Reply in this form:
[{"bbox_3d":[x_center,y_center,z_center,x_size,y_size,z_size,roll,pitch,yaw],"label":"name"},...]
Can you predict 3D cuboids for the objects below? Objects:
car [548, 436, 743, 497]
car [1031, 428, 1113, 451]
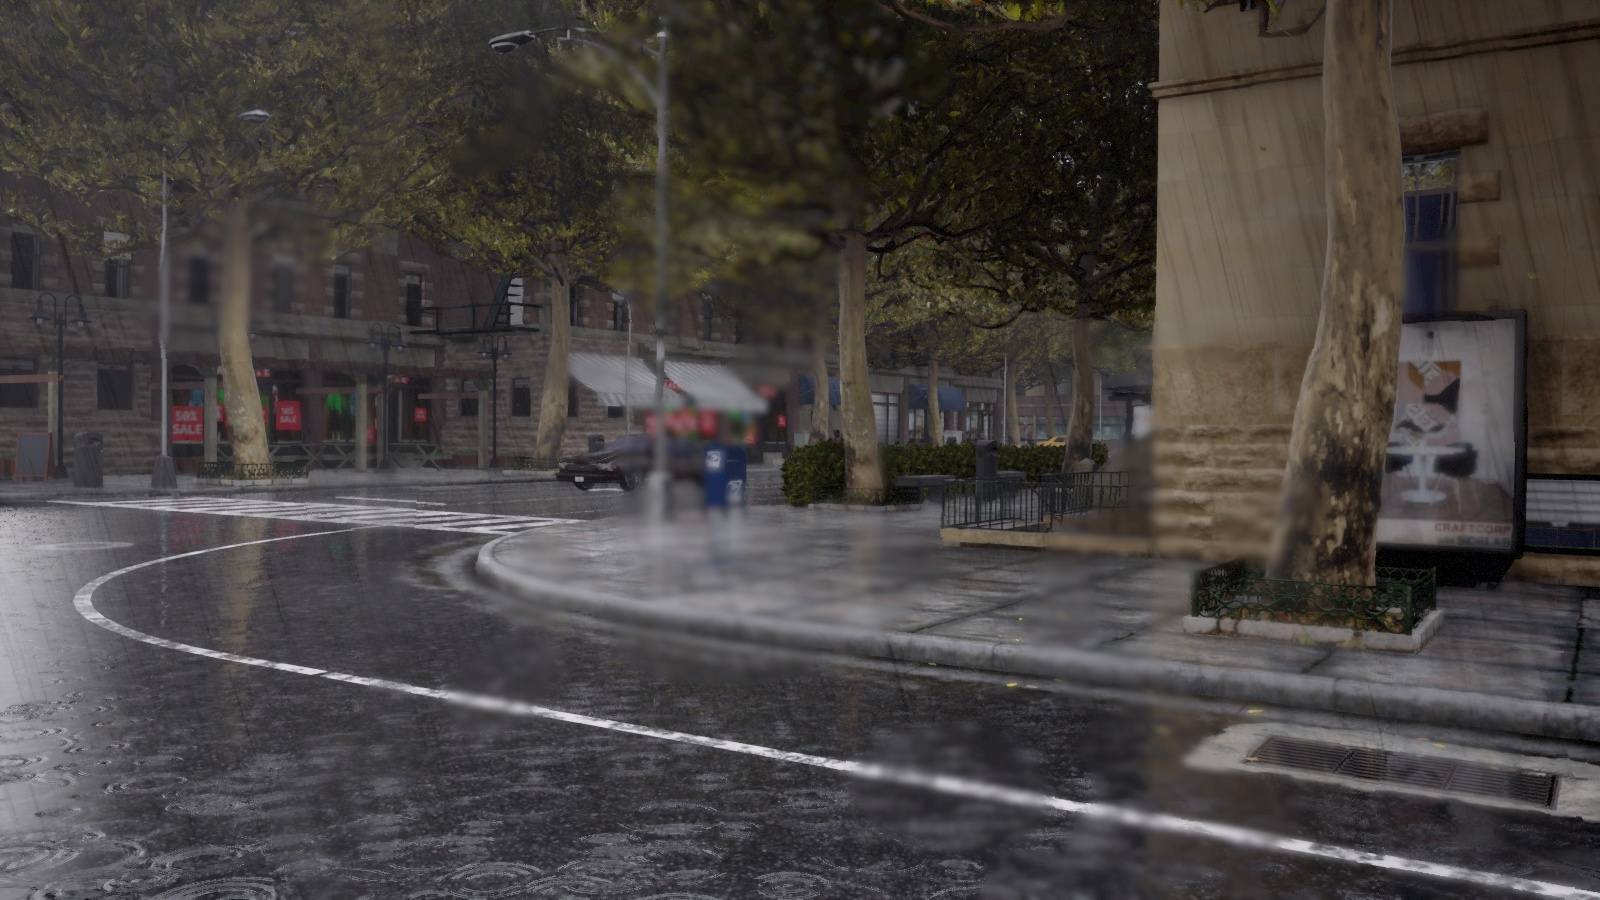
[{"bbox_3d":[-3.879,0.368,32.640,2.033,1.411,5.357,0,1,33],"label":"car"},{"bbox_3d":[19.250,-0.721,89.084,5.366,1.575,1.801,0,1,32],"label":"car"}]
